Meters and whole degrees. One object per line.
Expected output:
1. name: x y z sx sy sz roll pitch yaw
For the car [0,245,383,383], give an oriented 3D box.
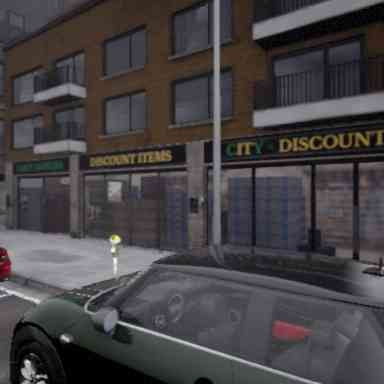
1. car: 0.209 1.341 3.245 4.553 1.767 2.097 0 0 36
